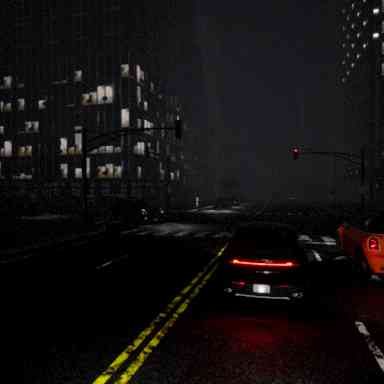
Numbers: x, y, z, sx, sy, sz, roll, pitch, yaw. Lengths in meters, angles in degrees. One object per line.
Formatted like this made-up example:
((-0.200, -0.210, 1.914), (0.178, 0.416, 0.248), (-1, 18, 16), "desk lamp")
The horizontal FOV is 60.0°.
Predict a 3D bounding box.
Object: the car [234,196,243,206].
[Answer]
((6.507, 1.463, 52.843), (1.837, 1.490, 4.892), (0, 0, 14), "car")

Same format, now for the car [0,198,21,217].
((-16.744, 1.431, 27.237), (4.313, 1.339, 1.947), (1, 1, 16), "car")

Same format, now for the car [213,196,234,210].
((3.943, 1.495, 42.880), (1.812, 1.442, 4.674), (0, 0, 14), "car")

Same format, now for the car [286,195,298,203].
((20.975, 1.454, 69.517), (2.128, 1.511, 4.902), (0, 0, 14), "car")

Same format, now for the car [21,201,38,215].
((-16.335, 1.296, 29.935), (5.008, 1.535, 1.882), (0, 1, 16), "car")

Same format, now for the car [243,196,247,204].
((9.511, 1.469, 64.287), (1.812, 1.442, 4.674), (0, 0, 15), "car")

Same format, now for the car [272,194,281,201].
((20.398, 1.225, 80.329), (1.882, 1.535, 5.008), (0, 0, 14), "car")

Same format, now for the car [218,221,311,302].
((1.862, 1.500, 8.362), (1.837, 1.490, 4.892), (0, 0, 14), "car")

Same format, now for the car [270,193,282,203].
((17.808, 1.148, 70.269), (2.150, 2.045, 5.566), (0, 0, 14), "car")

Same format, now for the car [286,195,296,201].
((23.546, 1.454, 79.517), (2.033, 1.411, 5.357), (0, 0, 14), "car")

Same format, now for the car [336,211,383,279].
((5.734, 1.345, 9.962), (2.097, 1.767, 4.553), (0, 0, 15), "car")

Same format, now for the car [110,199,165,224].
((-4.095, 1.318, 24.576), (4.553, 1.767, 2.097), (1, 2, 43), "car")
